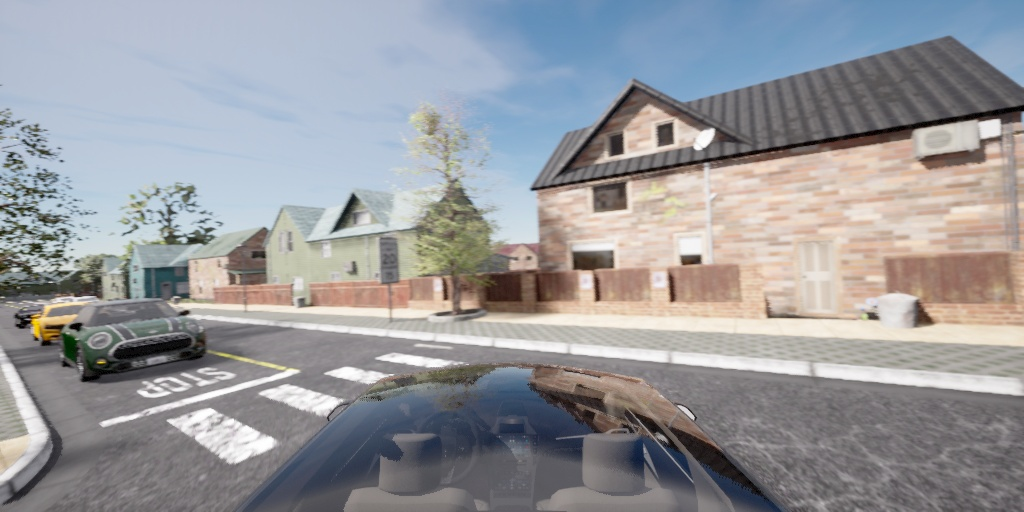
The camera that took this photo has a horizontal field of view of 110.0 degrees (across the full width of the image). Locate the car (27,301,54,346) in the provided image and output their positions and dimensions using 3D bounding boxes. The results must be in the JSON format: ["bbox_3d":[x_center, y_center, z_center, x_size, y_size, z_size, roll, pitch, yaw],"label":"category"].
[{"bbox_3d":[-18.698,2.736,15.248,5.008,1.535,1.882,-4,-1,34],"label":"car"}]

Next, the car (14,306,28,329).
[{"bbox_3d":[-29.333,3.683,22.360,4.718,1.301,1.895,-4,-1,34],"label":"car"}]

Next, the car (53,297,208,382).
[{"bbox_3d":[-10.023,1.938,9.451,4.553,1.767,2.097,-4,-1,34],"label":"car"}]
